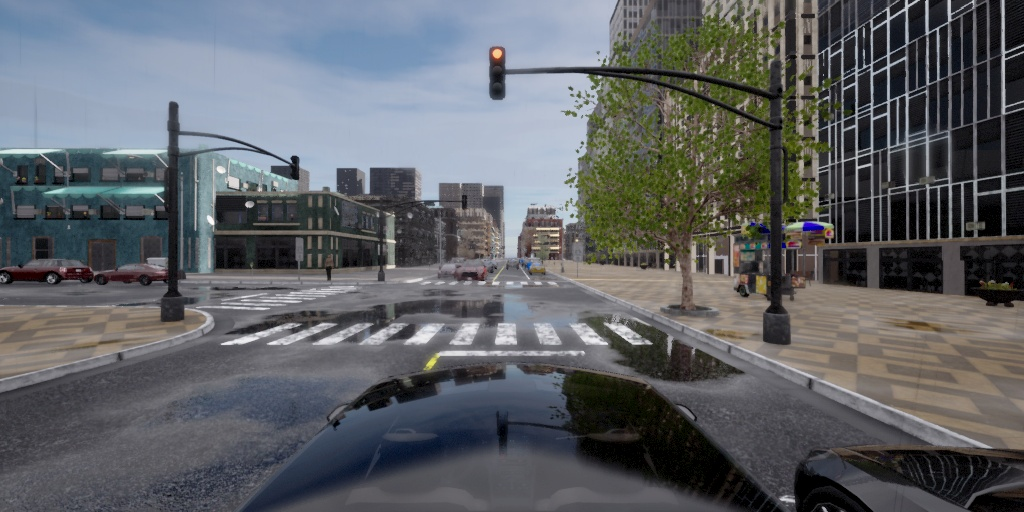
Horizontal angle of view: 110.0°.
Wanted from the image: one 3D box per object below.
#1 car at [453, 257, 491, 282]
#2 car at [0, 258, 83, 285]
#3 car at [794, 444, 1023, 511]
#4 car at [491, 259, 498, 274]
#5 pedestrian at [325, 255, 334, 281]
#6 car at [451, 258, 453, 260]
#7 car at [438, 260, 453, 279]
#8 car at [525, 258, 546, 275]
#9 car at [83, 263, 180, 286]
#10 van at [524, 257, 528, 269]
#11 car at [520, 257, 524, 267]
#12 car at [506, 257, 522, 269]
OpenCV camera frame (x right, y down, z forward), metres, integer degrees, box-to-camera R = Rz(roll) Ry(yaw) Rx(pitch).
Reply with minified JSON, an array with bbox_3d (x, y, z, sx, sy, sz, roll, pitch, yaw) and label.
[{"bbox_3d":[-3.097,1.104,28.501,2.097,1.767,4.553,0,0,0],"label":"car"},{"bbox_3d":[-28.370,0.879,21.814,4.097,1.591,1.967,0,0,-1],"label":"car"},{"bbox_3d":[2.691,1.316,0.504,1.948,1.339,4.313,0,0,0],"label":"car"},{"bbox_3d":[-3.089,1.244,41.747,2.128,1.511,4.902,0,0,0],"label":"car"},{"bbox_3d":[-12.751,0.788,24.984,0.375,1.860,0.375,0,-1,-1],"label":"pedestrian"},{"bbox_3d":[-5.692,1.067,38.530,2.192,1.841,5.009,0,0,0],"label":"car"},{"bbox_3d":[-5.691,1.334,32.979,1.802,1.307,4.207,0,0,0],"label":"car"},{"bbox_3d":[2.689,1.278,38.703,1.751,1.417,4.829,0,0,0],"label":"car"},{"bbox_3d":[-22.822,1.090,21.892,4.207,1.307,1.802,0,0,-1],"label":"car"},{"bbox_3d":[2.688,1.094,44.085,1.690,1.789,3.998,0,0,0],"label":"van"},{"bbox_3d":[2.687,1.305,55.187,2.007,1.370,4.403,0,0,0],"label":"car"},{"bbox_3d":[0.096,1.246,55.544,2.128,1.511,4.902,0,0,0],"label":"car"}]
